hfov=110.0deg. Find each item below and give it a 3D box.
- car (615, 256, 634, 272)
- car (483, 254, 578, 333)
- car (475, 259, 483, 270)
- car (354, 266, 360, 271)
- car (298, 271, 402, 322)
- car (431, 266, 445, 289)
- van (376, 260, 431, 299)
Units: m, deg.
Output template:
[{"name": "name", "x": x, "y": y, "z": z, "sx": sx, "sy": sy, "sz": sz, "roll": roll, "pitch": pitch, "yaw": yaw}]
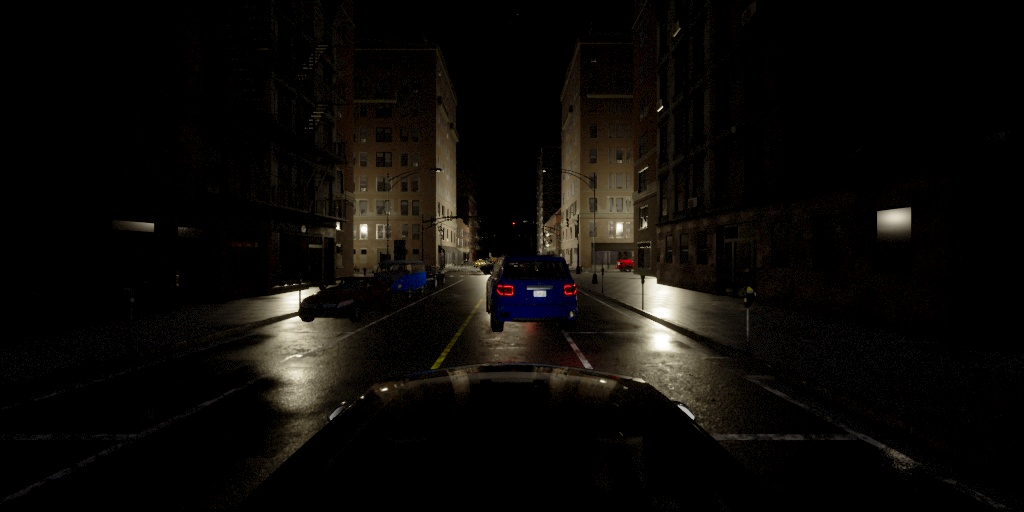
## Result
[{"name": "car", "x": 15.327, "y": 0.880, "z": 43.024, "sx": 5.566, "sy": 2.045, "sz": 2.150, "roll": 0, "pitch": 0, "yaw": 0}, {"name": "car", "x": 0.358, "y": 0.972, "z": 11.001, "sx": 2.150, "sy": 2.045, "sz": 5.566, "roll": 0, "pitch": 0, "yaw": -6}, {"name": "car", "x": -1.745, "y": 1.348, "z": 44.228, "sx": 4.718, "sy": 1.301, "sz": 1.895, "roll": 0, "pitch": 0, "yaw": -43}, {"name": "car", "x": -19.254, "y": 1.414, "z": 40.014, "sx": 4.181, "sy": 1.385, "sz": 1.994, "roll": 0, "pitch": 0, "yaw": 0}, {"name": "car", "x": -5.395, "y": 1.332, "z": 12.159, "sx": 1.802, "sy": 1.307, "sz": 4.207, "roll": 0, "pitch": 0, "yaw": 0}, {"name": "car", "x": -5.394, "y": 1.301, "z": 22.971, "sx": 2.007, "sy": 1.370, "sz": 4.403, "roll": 0, "pitch": 0, "yaw": 0}, {"name": "van", "x": -5.394, "y": 1.091, "z": 17.565, "sx": 1.690, "sy": 1.789, "sz": 3.998, "roll": 0, "pitch": 0, "yaw": 0}]
